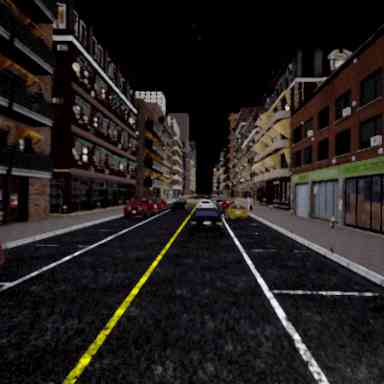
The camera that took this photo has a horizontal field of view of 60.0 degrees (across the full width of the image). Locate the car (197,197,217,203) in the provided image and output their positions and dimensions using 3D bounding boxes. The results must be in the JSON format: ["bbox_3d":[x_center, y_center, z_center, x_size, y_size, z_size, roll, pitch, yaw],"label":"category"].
[{"bbox_3d":[1.503,1.582,36.840,1.812,1.442,4.674,1,0,2],"label":"car"}]

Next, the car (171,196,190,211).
[{"bbox_3d":[-1.364,1.580,40.080,1.994,1.385,4.181,1,0,3],"label":"car"}]

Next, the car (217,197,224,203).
[{"bbox_3d":[4.336,1.649,40.080,1.887,1.381,4.507,1,0,2],"label":"car"}]

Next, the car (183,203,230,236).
[{"bbox_3d":[0.822,1.578,18.838,2.033,1.411,5.357,1,0,2],"label":"car"}]

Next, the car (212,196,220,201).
[{"bbox_3d":[6.536,1.741,90.758,1.947,1.339,4.313,1,0,2],"label":"car"}]

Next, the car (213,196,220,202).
[{"bbox_3d":[6.300,1.694,85.297,1.752,1.417,4.829,1,0,2],"label":"car"}]

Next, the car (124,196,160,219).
[{"bbox_3d":[-4.519,1.271,29.186,2.192,1.841,5.009,1,0,2],"label":"car"}]

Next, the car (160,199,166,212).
[{"bbox_3d":[-4.277,1.404,34.816,1.967,1.590,4.097,1,0,2],"label":"car"}]

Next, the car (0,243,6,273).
[{"bbox_3d":[-5.502,1.502,6.662,1.802,1.307,4.206,1,0,2],"label":"car"}]

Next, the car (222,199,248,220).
[{"bbox_3d":[3.855,1.613,28.988,1.752,1.417,4.829,1,0,2],"label":"car"}]

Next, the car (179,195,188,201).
[{"bbox_3d":[-2.080,1.588,85.495,2.008,1.369,4.403,1,0,2],"label":"car"}]

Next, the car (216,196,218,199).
[{"bbox_3d":[5.314,1.688,62.603,2.008,1.369,4.403,1,0,2],"label":"car"}]
